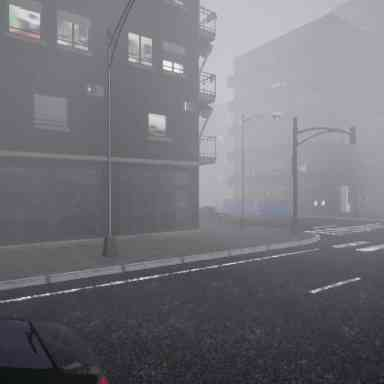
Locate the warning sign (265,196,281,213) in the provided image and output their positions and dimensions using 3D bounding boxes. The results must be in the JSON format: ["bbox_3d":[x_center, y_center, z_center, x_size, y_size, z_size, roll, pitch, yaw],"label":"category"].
[{"bbox_3d":[9.018,1.400,36.966,1.300,1.860,1.060,1,0,-36],"label":"warning sign"}]

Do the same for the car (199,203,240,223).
[{"bbox_3d":[1.789,1.874,28.659,1.802,1.307,4.206,-1,0,-36],"label":"car"}]

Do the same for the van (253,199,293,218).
[{"bbox_3d":[8.527,1.602,33.577,1.690,1.788,3.998,-1,0,-36],"label":"van"}]

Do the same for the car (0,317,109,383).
[{"bbox_3d":[-2.579,1.564,1.847,4.181,1.385,1.994,0,0,-36],"label":"car"}]

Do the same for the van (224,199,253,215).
[{"bbox_3d":[5.211,1.676,38.092,1.690,1.788,3.998,-1,0,-36],"label":"van"}]
